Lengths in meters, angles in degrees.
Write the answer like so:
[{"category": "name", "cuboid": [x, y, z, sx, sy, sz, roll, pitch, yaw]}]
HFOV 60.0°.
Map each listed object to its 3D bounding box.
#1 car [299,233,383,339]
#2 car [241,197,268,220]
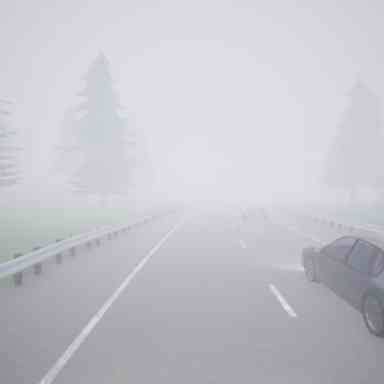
[{"category": "car", "cuboid": [3.722, 1.527, 6.450, 2.033, 1.411, 5.357, 0, 0, 2]}, {"category": "car", "cuboid": [5.040, 1.429, 27.040, 1.812, 1.442, 4.674, 0, 0, 6]}]
